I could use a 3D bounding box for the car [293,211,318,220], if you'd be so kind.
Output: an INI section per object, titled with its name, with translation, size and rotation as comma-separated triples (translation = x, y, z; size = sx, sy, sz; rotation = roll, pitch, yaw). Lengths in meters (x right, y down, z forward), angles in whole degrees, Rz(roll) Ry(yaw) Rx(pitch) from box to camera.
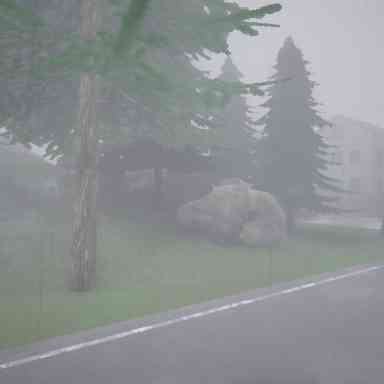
[car]
translation = 7.988, 1.530, 28.381
size = 2.033, 1.411, 5.357
rotation = 0, 0, -35
